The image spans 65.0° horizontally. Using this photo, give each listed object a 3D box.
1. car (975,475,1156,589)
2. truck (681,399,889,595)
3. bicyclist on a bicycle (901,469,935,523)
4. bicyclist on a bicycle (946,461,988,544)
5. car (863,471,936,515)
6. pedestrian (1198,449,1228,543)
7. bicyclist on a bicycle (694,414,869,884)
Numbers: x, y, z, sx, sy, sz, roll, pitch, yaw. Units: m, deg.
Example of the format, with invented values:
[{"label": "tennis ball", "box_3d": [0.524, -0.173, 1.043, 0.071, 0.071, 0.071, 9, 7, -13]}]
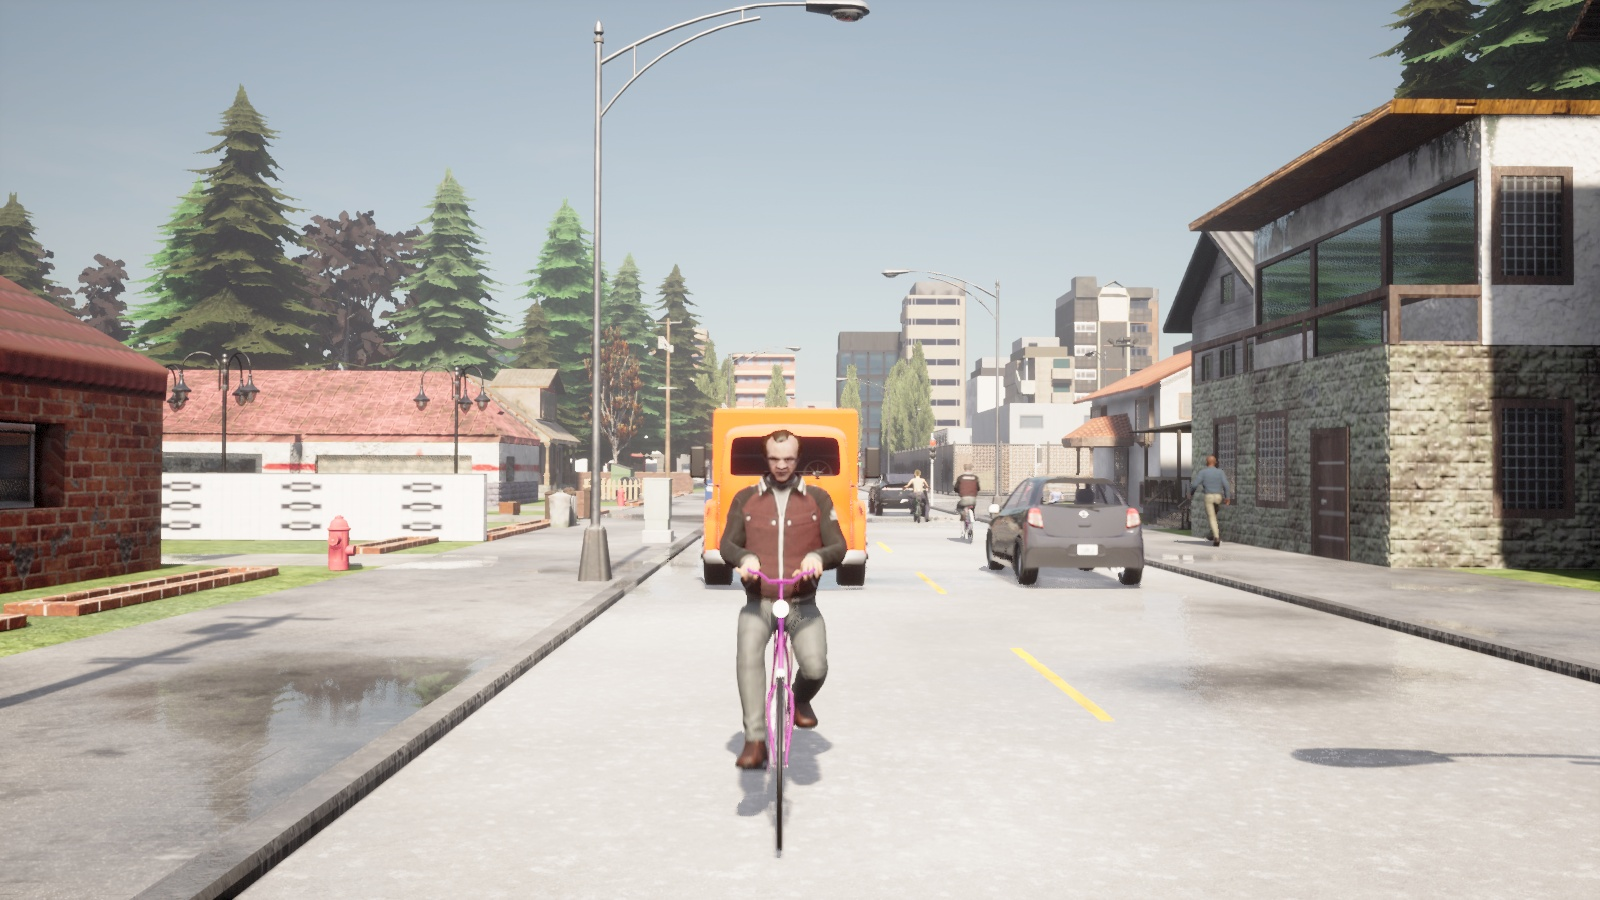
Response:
[{"label": "car", "box_3d": [3.788, 1.124, 18.529, 1.845, 1.501, 3.633, 0, -1, -1]}, {"label": "truck", "box_3d": [-0.215, 0.638, 18.490, 2.627, 2.467, 5.204, 0, -1, -1]}, {"label": "bicyclist on a bicycle", "box_3d": [3.580, 1.378, 38.294, 0.866, 1.612, 1.509, 0, -1, -1]}, {"label": "bicyclist on a bicycle", "box_3d": [3.690, 1.138, 27.923, 0.659, 1.776, 1.843, 0, -1, -1]}, {"label": "car", "box_3d": [3.519, 1.516, 45.323, 2.128, 1.511, 4.902, 0, -1, -1]}, {"label": "pedestrian", "box_3d": [8.241, 0.911, 25.066, 0.370, 1.835, 0.726, 0, -1, 4]}, {"label": "bicyclist on a bicycle", "box_3d": [-0.080, 0.780, 5.698, 0.659, 1.776, 1.843, 0, -2, -1]}]
